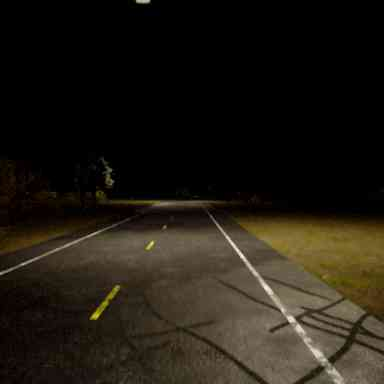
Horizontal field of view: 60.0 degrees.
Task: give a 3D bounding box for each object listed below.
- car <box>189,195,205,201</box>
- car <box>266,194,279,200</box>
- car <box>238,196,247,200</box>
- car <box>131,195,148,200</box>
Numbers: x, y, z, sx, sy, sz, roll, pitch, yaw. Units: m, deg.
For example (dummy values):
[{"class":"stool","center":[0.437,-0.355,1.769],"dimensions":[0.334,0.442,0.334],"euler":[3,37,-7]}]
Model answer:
[{"class":"car","center":[1.232,1.570,84.805],"dimensions":[4.181,1.385,1.994],"euler":[0,0,-2]},{"class":"car","center":[21.629,1.427,92.395],"dimensions":[4.553,1.767,2.097],"euler":[0,0,-2]},{"class":"car","center":[15.059,1.646,92.202],"dimensions":[4.718,1.301,1.895],"euler":[0,0,-2]},{"class":"car","center":[-14.498,1.460,91.410],"dimensions":[4.674,1.442,1.812],"euler":[0,0,-2]}]
